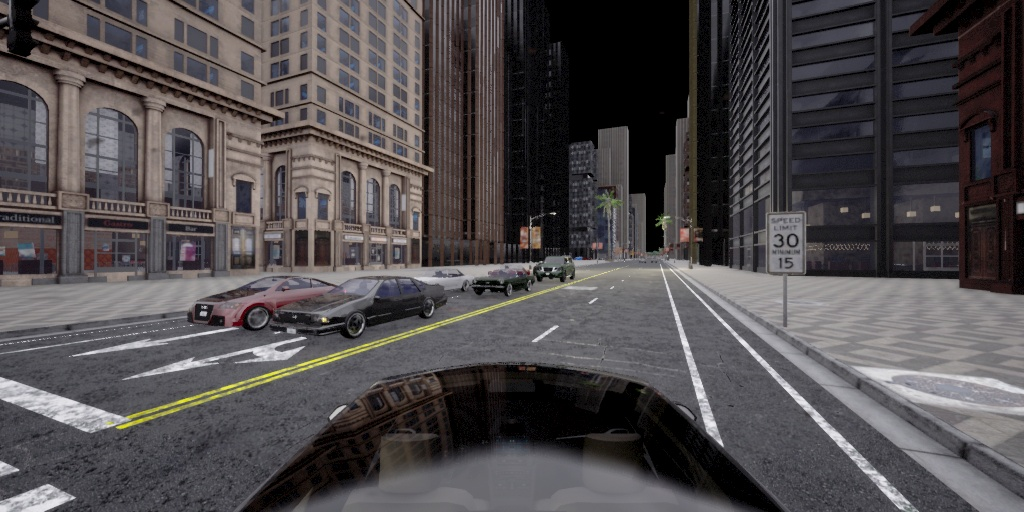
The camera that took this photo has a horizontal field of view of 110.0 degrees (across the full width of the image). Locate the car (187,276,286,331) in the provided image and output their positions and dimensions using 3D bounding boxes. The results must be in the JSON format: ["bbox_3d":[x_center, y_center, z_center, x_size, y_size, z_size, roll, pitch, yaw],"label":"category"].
[{"bbox_3d":[-7.236,1.316,11.128,1.994,1.385,4.181,0,0,22],"label":"car"}]

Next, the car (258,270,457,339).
[{"bbox_3d":[-3.969,1.299,10.542,2.033,1.411,5.357,0,0,22],"label":"car"}]

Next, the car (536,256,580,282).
[{"bbox_3d":[3.686,0.986,29.328,2.150,2.045,5.566,0,0,22],"label":"car"}]

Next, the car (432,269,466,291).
[{"bbox_3d":[-3.936,1.356,19.244,1.895,1.301,4.718,0,0,22],"label":"car"}]

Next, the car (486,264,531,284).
[{"bbox_3d":[-0.177,1.364,28.469,1.895,1.301,4.718,0,0,22],"label":"car"}]

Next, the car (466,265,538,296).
[{"bbox_3d":[-0.352,1.357,19.423,1.895,1.301,4.718,0,0,22],"label":"car"}]
